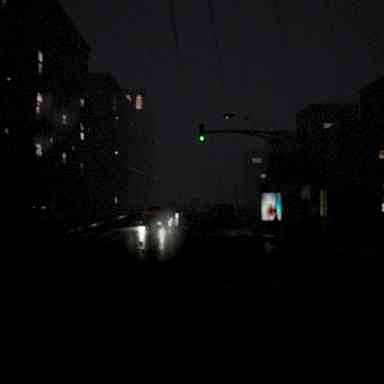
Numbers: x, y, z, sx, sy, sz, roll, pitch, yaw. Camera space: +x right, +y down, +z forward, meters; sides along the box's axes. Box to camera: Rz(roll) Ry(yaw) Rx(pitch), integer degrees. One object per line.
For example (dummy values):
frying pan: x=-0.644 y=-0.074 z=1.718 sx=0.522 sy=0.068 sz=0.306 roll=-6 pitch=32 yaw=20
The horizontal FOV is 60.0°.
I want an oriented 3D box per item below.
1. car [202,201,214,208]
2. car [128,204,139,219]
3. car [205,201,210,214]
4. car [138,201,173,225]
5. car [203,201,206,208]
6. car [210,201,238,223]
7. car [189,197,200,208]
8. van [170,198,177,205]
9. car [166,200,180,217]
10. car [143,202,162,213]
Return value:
car: x=3.042 y=2.351 z=63.079 sx=2.008 sy=1.369 sz=4.403 roll=-1 pitch=-1 yaw=0
car: x=-5.495 y=1.988 z=34.632 sx=2.008 sy=1.369 sz=4.403 roll=-1 pitch=-1 yaw=0
car: x=2.917 y=2.082 z=40.294 sx=1.802 sy=1.307 sz=4.206 roll=-1 pitch=-1 yaw=0
car: x=-2.927 y=1.826 z=27.946 sx=1.882 sy=1.535 sz=5.008 roll=0 pitch=-1 yaw=1
car: x=2.948 y=2.125 z=45.991 sx=2.008 sy=1.369 sz=4.403 roll=-1 pitch=-1 yaw=0
car: x=2.854 y=1.794 z=28.903 sx=1.967 sy=1.590 sz=4.097 roll=-1 pitch=-1 yaw=0
car: x=0.473 y=2.088 z=67.729 sx=2.150 sy=2.045 sz=5.566 roll=0 pitch=-1 yaw=0
van: x=-5.184 y=2.544 z=91.595 sx=1.690 sy=1.788 sz=3.998 roll=-1 pitch=-1 yaw=0
car: x=-2.880 y=1.966 z=37.768 sx=2.128 sy=1.511 sz=4.902 roll=0 pitch=-1 yaw=0
car: x=-5.432 y=2.136 z=46.024 sx=2.008 sy=1.369 sz=4.403 roll=-1 pitch=-1 yaw=0
